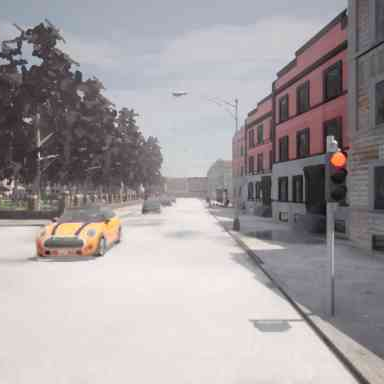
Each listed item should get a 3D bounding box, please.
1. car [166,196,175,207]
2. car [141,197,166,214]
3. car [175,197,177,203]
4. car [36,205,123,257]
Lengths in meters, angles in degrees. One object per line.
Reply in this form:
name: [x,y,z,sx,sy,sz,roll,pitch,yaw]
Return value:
car: [-4.100,1.473,51.546,1.882,1.535,5.008,0,0,0]
car: [-4.104,1.502,34.785,1.837,1.490,4.892,0,0,0]
car: [-4.010,1.549,67.379,2.033,1.411,5.357,0,0,0]
car: [-4.102,1.351,12.816,2.097,1.767,4.553,0,0,0]
